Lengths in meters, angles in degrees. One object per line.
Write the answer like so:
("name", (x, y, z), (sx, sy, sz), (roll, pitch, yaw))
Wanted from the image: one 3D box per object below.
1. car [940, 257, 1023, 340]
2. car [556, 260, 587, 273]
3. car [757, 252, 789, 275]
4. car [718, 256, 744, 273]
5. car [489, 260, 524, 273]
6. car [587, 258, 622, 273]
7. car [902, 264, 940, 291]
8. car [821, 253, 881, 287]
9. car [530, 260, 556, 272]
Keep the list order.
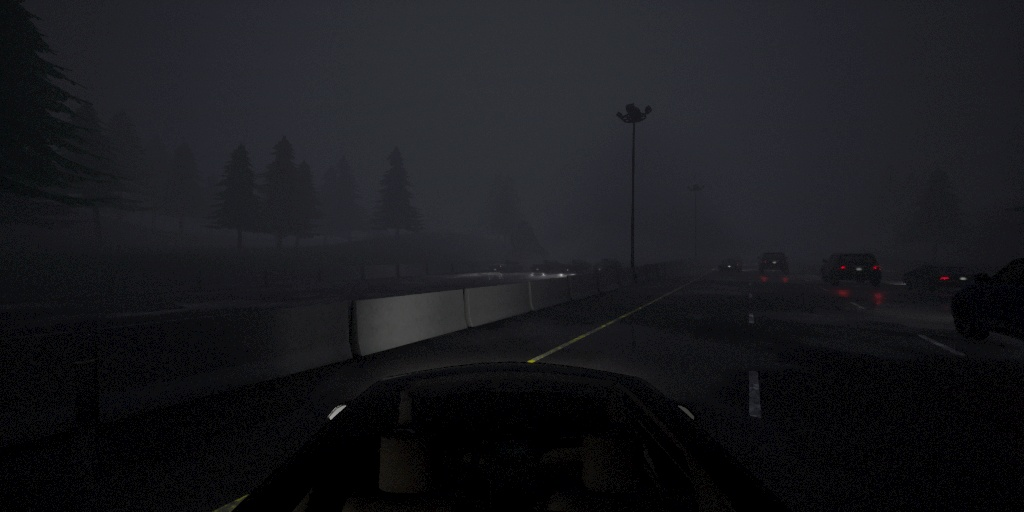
("car", (10.908, 0.961, 6.686), (2.150, 2.045, 5.566), (0, 0, 33))
("car", (6.975, 1.094, 39.026), (1.895, 1.301, 4.718), (0, 1, 33))
("car", (24.954, 0.628, 34.313), (2.150, 2.045, 5.566), (0, 1, 33))
("car", (22.420, 0.956, 36.829), (1.994, 1.385, 4.181), (0, 1, 34))
("car", (-0.597, 1.134, 40.316), (1.895, 1.301, 4.718), (0, 1, 34))
("car", (9.941, 1.008, 37.164), (2.128, 1.511, 4.902), (0, 1, 33))
("car", (23.859, 1.147, 19.950), (2.033, 1.411, 5.357), (0, 1, 33))
("car", (21.876, 0.800, 23.299), (2.150, 2.045, 5.566), (0, 1, 33))
("car", (3.962, 1.093, 40.817), (1.895, 1.301, 4.718), (0, 1, 34))
